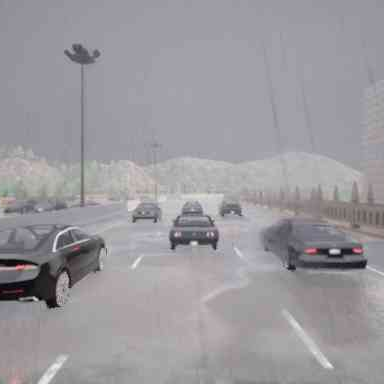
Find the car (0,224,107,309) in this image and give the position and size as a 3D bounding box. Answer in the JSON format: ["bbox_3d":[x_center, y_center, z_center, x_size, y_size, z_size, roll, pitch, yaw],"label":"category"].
[{"bbox_3d":[-3.413,1.494,7.863,2.128,1.511,4.902,0,0,0],"label":"car"}]

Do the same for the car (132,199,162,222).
[{"bbox_3d":[-3.435,1.552,26.083,2.033,1.411,5.357,0,0,0],"label":"car"}]

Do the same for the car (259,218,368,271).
[{"bbox_3d":[3.587,1.548,10.886,2.033,1.411,5.357,0,0,0],"label":"car"}]

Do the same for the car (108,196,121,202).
[{"bbox_3d":[-17.607,1.600,75.565,1.895,1.301,4.718,0,0,0],"label":"car"}]

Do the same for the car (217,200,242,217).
[{"bbox_3d":[3.557,1.508,31.514,1.837,1.490,4.892,0,0,0],"label":"car"}]

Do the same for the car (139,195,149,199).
[{"bbox_3d":[-10.604,1.524,73.501,2.128,1.511,4.902,0,0,0],"label":"car"}]

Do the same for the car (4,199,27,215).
[{"bbox_3d":[-17.640,1.516,34.836,1.837,1.490,4.892,0,0,0],"label":"car"}]

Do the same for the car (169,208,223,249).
[{"bbox_3d":[0.081,1.603,14.535,1.895,1.301,4.718,0,0,0],"label":"car"}]

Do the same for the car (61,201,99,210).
[{"bbox_3d":[-10.642,1.555,32.906,2.033,1.411,5.357,0,0,0],"label":"car"}]

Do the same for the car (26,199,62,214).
[{"bbox_3d":[-14.139,1.501,33.449,2.128,1.511,4.902,0,0,0],"label":"car"}]

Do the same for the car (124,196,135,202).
[{"bbox_3d":[-14.107,1.557,75.183,1.994,1.385,4.181,0,0,0],"label":"car"}]

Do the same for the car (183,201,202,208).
[{"bbox_3d":[0.056,1.568,32.070,1.994,1.385,4.181,0,0,0],"label":"car"}]
